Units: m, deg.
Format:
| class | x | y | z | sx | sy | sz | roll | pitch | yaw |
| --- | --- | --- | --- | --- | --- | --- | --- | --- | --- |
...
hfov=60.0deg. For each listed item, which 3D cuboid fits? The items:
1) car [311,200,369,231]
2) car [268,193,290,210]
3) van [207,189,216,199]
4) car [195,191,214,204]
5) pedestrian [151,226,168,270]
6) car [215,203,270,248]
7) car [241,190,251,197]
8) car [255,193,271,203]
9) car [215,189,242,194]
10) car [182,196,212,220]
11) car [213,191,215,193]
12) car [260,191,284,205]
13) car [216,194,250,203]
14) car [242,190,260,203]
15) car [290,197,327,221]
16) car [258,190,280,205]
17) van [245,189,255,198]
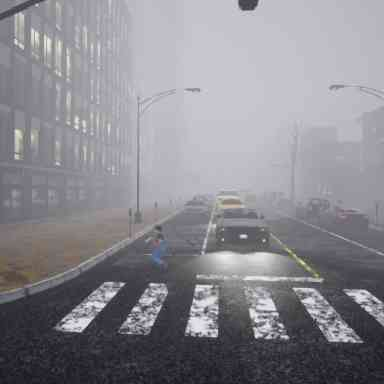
| class | x | y | z | sx | sy | sz | roll | pitch | yaw |
| --- | --- | --- | --- | --- | --- | --- | --- | --- | --- |
| car | 8.176 | 1.338 | 18.226 | 1.802 | 1.307 | 4.206 | 1 | 1 | 5 |
| car | 9.559 | 1.096 | 34.808 | 2.008 | 1.369 | 4.403 | 1 | 1 | 5 |
| van | 3.976 | 0.393 | 68.662 | 1.690 | 1.788 | 3.998 | 1 | 1 | 5 |
| car | 0.749 | 1.015 | 29.975 | 1.967 | 1.590 | 4.097 | 1 | 1 | 5 |
| pedestrian | -0.834 | 1.414 | 8.826 | 0.375 | 1.300 | 0.375 | 1 | 0 | 5 |
| car | 1.980 | 1.353 | 13.679 | 1.994 | 1.385 | 4.181 | 0 | 1 | 5 |
| car | 13.707 | 0.297 | 84.548 | 1.967 | 1.590 | 4.097 | 1 | 1 | 5 |
| car | 10.956 | 0.848 | 51.559 | 1.752 | 1.417 | 4.829 | 1 | 1 | 5 |
| car | 3.739 | 0.746 | 34.657 | 2.150 | 2.045 | 5.566 | 0 | 1 | 5 |
| car | 0.286 | 1.226 | 24.451 | 1.802 | 1.307 | 4.206 | 1 | 1 | 5 |
| car | 2.128 | 0.939 | 46.558 | 1.802 | 1.307 | 4.206 | 1 | 1 | 5 |
| car | 10.023 | 0.788 | 40.330 | 2.192 | 1.841 | 5.009 | 1 | 1 | 5 |
| car | 2.838 | 1.138 | 24.010 | 1.882 | 1.535 | 5.008 | 0 | 1 | 5 |
| car | 7.650 | 0.922 | 43.784 | 1.837 | 1.490 | 4.892 | 0 | 1 | 5 |
| car | 8.639 | 1.127 | 23.754 | 1.967 | 1.590 | 4.097 | 1 | 1 | 5 |
| car | 10.485 | 0.715 | 45.860 | 2.192 | 1.841 | 5.009 | 1 | 1 | 5 |
| van | 12.787 | 0.357 | 73.494 | 1.690 | 1.788 | 3.998 | 1 | 1 | 5 |
